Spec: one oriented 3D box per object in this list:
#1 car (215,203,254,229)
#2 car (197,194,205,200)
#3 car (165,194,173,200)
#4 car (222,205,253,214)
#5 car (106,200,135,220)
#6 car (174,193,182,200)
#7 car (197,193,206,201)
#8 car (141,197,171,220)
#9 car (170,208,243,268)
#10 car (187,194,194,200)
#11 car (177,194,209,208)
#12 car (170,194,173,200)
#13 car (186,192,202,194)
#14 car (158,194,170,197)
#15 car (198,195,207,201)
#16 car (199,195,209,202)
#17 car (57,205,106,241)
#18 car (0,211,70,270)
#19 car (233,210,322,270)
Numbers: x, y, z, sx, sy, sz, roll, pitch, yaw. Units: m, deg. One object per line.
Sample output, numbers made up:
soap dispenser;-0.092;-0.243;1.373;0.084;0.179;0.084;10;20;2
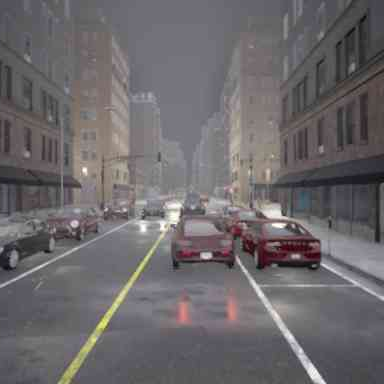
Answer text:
car;2.661;1.496;21.772;2.008;1.369;4.403;0;0;0
car;2.276;1.311;87.727;1.967;1.590;4.097;0;0;-1
car;-6.304;1.315;93.155;1.967;1.590;4.097;0;0;-1
car;2.665;1.502;16.281;1.887;1.381;4.507;0;0;0
car;-5.867;1.373;27.254;1.967;1.590;4.097;0;0;0
car;-3.419;1.228;90.055;2.097;1.767;4.553;0;0;-1
car;2.332;1.183;82.219;2.192;1.841;5.009;0;0;-1
car;-3.055;1.439;27.783;1.837;1.490;4.892;0;0;0
car;0.256;1.496;11.043;1.812;1.442;4.674;0;0;-3
car;-0.429;1.381;91.080;1.994;1.385;4.181;0;0;-1
car;0.079;1.284;28.376;2.097;1.767;4.553;0;0;0
car;-6.138;1.412;76.632;1.887;1.381;4.507;0;0;-1
car;0.046;1.109;52.739;2.150;2.045;5.566;0;0;0
car;-6.026;1.423;65.616;2.008;1.369;4.403;0;0;-1
car;2.385;1.393;76.882;1.752;1.417;4.829;0;0;-1
car;2.443;1.435;71.205;1.947;1.339;4.313;0;0;-1
car;-5.860;1.398;16.268;1.967;1.590;4.097;0;0;0
car;-5.858;1.522;10.775;2.008;1.369;4.403;0;0;0
car;2.670;1.515;10.789;1.887;1.381;4.507;0;0;0
